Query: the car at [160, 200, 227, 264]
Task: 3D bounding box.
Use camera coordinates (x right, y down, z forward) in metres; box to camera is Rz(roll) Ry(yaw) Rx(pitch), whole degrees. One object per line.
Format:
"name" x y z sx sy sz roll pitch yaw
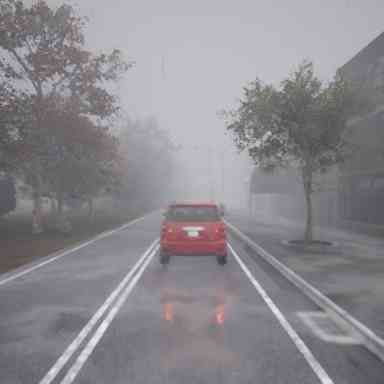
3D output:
"car" 0.059 1.344 12.499 2.150 2.045 5.566 0 0 0

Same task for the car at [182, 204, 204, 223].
"car" 0.059 1.831 29.605 1.812 1.442 4.674 0 -1 0

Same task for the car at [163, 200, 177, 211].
"car" -3.355 2.038 51.087 1.837 1.490 4.892 0 0 0
